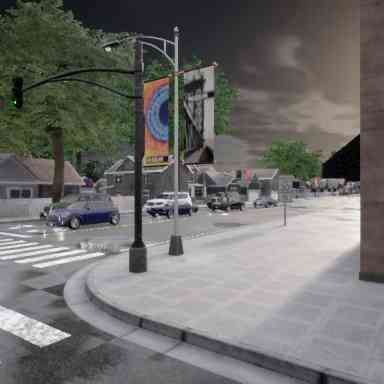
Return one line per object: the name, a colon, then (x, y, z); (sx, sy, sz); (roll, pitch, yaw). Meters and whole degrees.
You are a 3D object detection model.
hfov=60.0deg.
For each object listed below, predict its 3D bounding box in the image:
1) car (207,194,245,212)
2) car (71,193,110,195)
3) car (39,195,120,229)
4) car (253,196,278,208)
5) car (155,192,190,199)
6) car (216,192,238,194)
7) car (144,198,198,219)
car: (3.946, 1.287, 35.742); (1.882, 1.535, 5.008); (0, 0, 35)
car: (-8.207, 1.120, 24.397); (2.150, 2.045, 5.566); (0, 0, 34)
car: (-6.729, 1.264, 20.821); (2.097, 1.767, 4.553); (0, 0, 35)
car: (9.743, 1.248, 43.806); (2.128, 1.511, 4.902); (0, 0, 36)
car: (-2.216, 1.063, 32.708); (2.150, 2.045, 5.566); (0, 0, 35)
car: (4.038, 1.005, 41.438); (2.150, 2.045, 5.566); (0, 0, 35)
car: (-1.504, 1.462, 28.139); (1.895, 1.301, 4.718); (0, 0, 36)
